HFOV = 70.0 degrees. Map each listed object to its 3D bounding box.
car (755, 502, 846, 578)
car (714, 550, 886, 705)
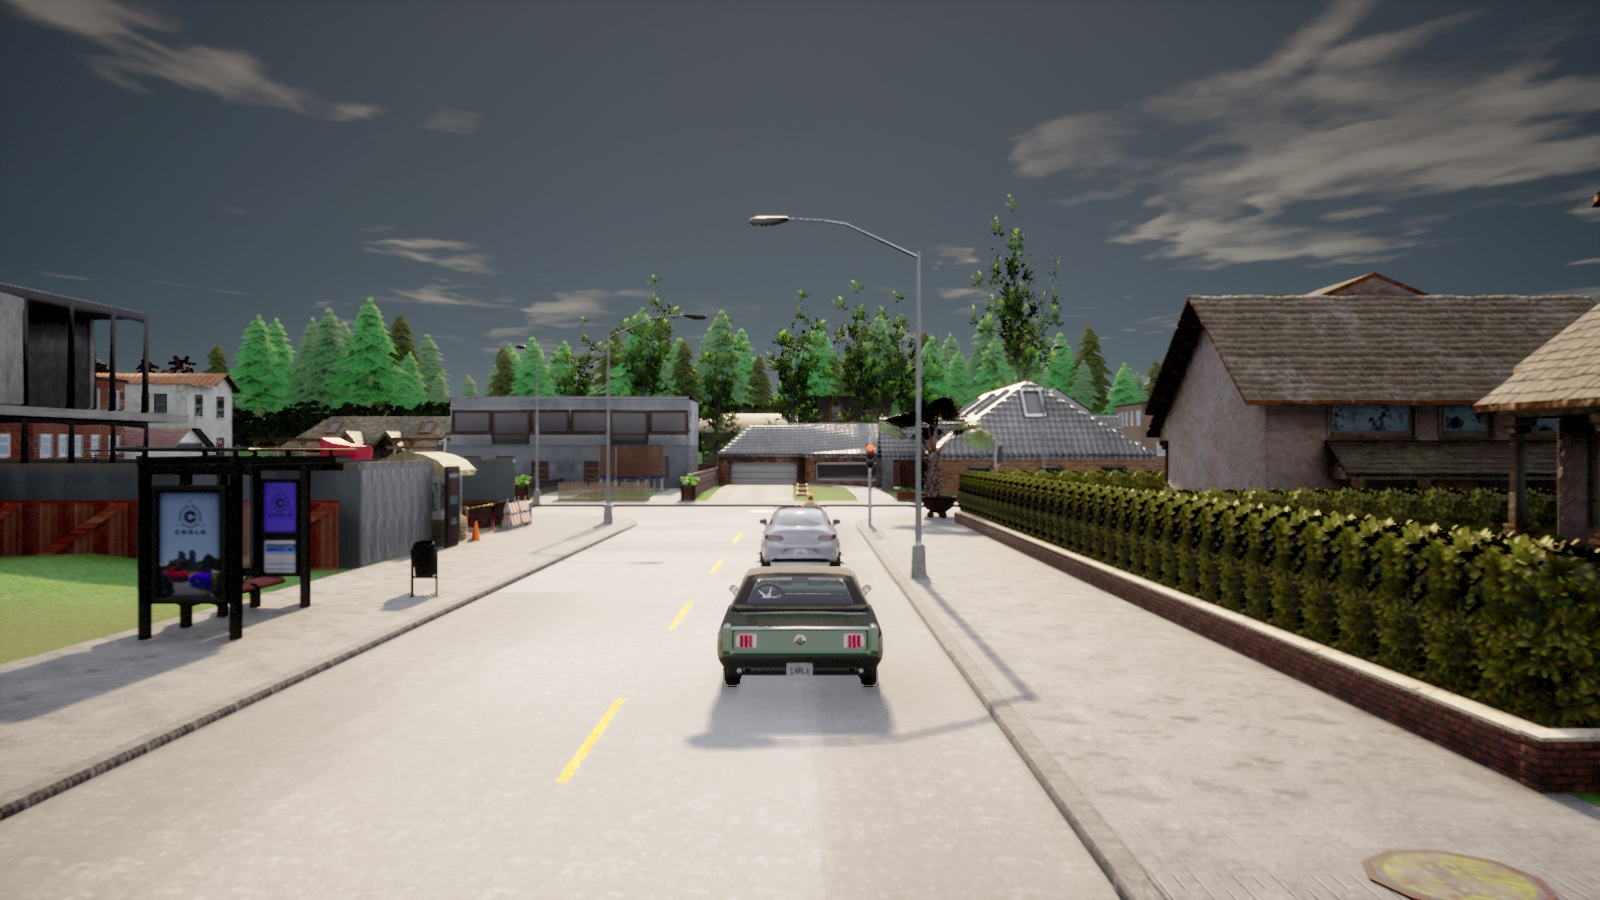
[{"bbox_3d":[0.001,2.083,27.442,2.002,1.442,4.674,0,0,0],"label":"car"},{"bbox_3d":[0.002,2.156,14.911,1.895,1.301,4.718,0,0,0],"label":"car"}]
